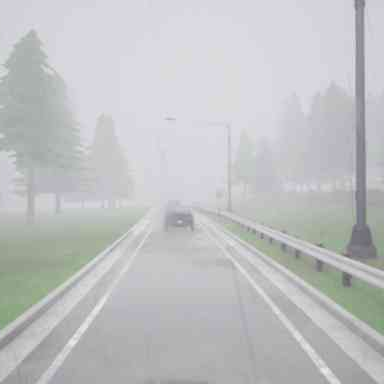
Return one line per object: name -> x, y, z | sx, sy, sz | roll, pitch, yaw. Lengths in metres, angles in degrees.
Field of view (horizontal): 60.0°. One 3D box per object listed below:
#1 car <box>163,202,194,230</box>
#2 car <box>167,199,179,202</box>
car -> -0.893, 1.656, 22.413 | 1.882, 1.535, 5.008 | 0, 0, -3
car -> -2.370, 1.682, 41.324 | 2.097, 1.767, 4.553 | 0, 0, -5
